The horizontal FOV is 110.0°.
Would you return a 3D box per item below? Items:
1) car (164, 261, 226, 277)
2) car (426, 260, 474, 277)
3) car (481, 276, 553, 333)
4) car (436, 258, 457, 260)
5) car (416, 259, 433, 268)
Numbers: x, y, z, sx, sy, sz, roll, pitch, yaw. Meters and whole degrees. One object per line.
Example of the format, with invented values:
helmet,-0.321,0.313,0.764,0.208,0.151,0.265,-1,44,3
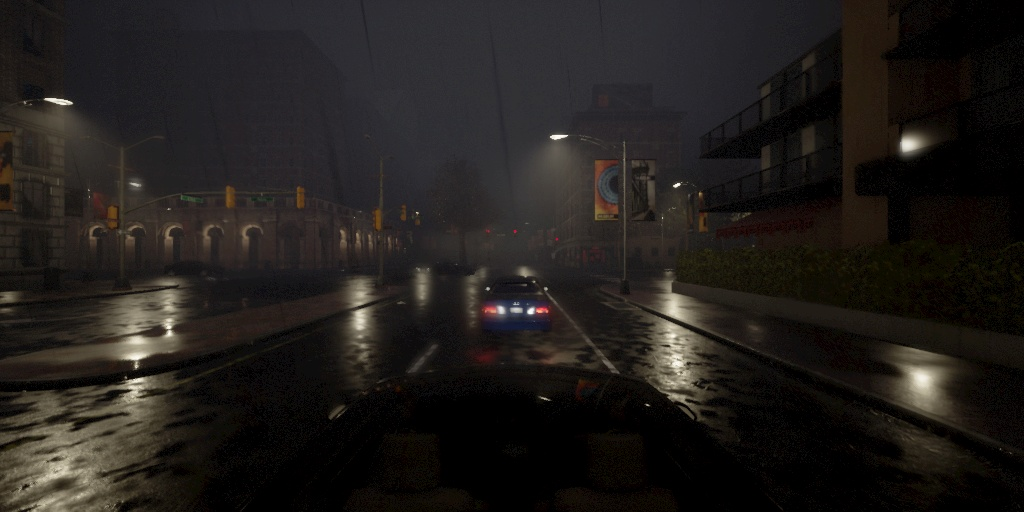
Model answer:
car,-30.457,1.226,34.544,5.008,1.535,1.882,0,0,0
car,-5.722,1.312,34.456,4.181,1.385,1.994,0,0,0
car,0.144,1.297,10.749,2.033,1.411,5.357,0,0,1
car,-11.062,1.099,59.697,2.097,1.767,4.553,0,0,1
car,-14.529,1.224,61.766,1.882,1.535,5.008,0,0,1
